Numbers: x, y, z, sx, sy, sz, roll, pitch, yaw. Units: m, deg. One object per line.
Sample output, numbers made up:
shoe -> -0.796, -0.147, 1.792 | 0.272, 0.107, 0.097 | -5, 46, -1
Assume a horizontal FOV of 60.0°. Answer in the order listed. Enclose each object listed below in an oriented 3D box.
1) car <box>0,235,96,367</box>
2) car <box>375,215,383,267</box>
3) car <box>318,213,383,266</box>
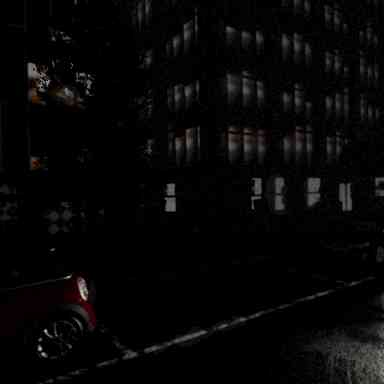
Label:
car -> -3.450, 1.450, 4.116 | 4.097, 1.590, 1.967 | -1, 0, -35
car -> 6.924, 1.327, 8.260 | 4.902, 1.511, 2.128 | -1, 1, -35
car -> 5.837, 1.379, 10.671 | 4.403, 1.369, 2.008 | -1, 0, -35
